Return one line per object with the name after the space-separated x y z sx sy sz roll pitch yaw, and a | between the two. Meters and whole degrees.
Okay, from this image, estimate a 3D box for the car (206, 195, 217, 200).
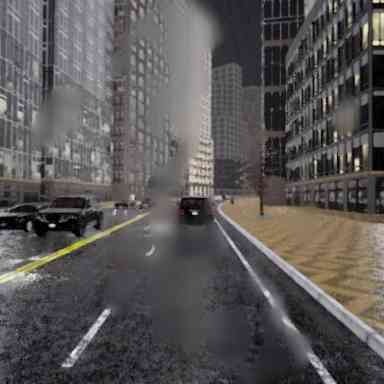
5.170 1.487 88.145 1.895 1.301 4.718 0 0 16 | car

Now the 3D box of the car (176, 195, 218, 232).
0.189 1.229 20.297 2.150 2.045 5.566 0 0 1 | car

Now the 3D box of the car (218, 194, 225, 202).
6.018 1.497 78.292 1.812 1.442 4.674 0 0 13 | car

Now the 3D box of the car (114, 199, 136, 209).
-8.899 1.552 44.572 1.895 1.301 4.718 0 0 4 | car

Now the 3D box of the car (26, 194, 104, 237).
-6.428 1.174 18.080 2.150 2.045 5.566 0 0 0 | car

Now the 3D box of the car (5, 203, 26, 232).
-9.656 1.407 19.649 1.882 1.535 5.008 0 0 1 | car

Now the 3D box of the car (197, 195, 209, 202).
2.644 1.457 78.113 1.837 1.490 4.892 0 0 13 | car

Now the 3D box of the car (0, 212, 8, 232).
-6.542 1.430 7.468 1.882 1.535 5.008 0 0 0 | car

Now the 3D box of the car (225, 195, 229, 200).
8.522 1.428 88.075 1.837 1.490 4.892 0 0 16 | car

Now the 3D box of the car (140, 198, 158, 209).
-5.655 1.494 44.368 1.812 1.442 4.674 0 0 4 | car
